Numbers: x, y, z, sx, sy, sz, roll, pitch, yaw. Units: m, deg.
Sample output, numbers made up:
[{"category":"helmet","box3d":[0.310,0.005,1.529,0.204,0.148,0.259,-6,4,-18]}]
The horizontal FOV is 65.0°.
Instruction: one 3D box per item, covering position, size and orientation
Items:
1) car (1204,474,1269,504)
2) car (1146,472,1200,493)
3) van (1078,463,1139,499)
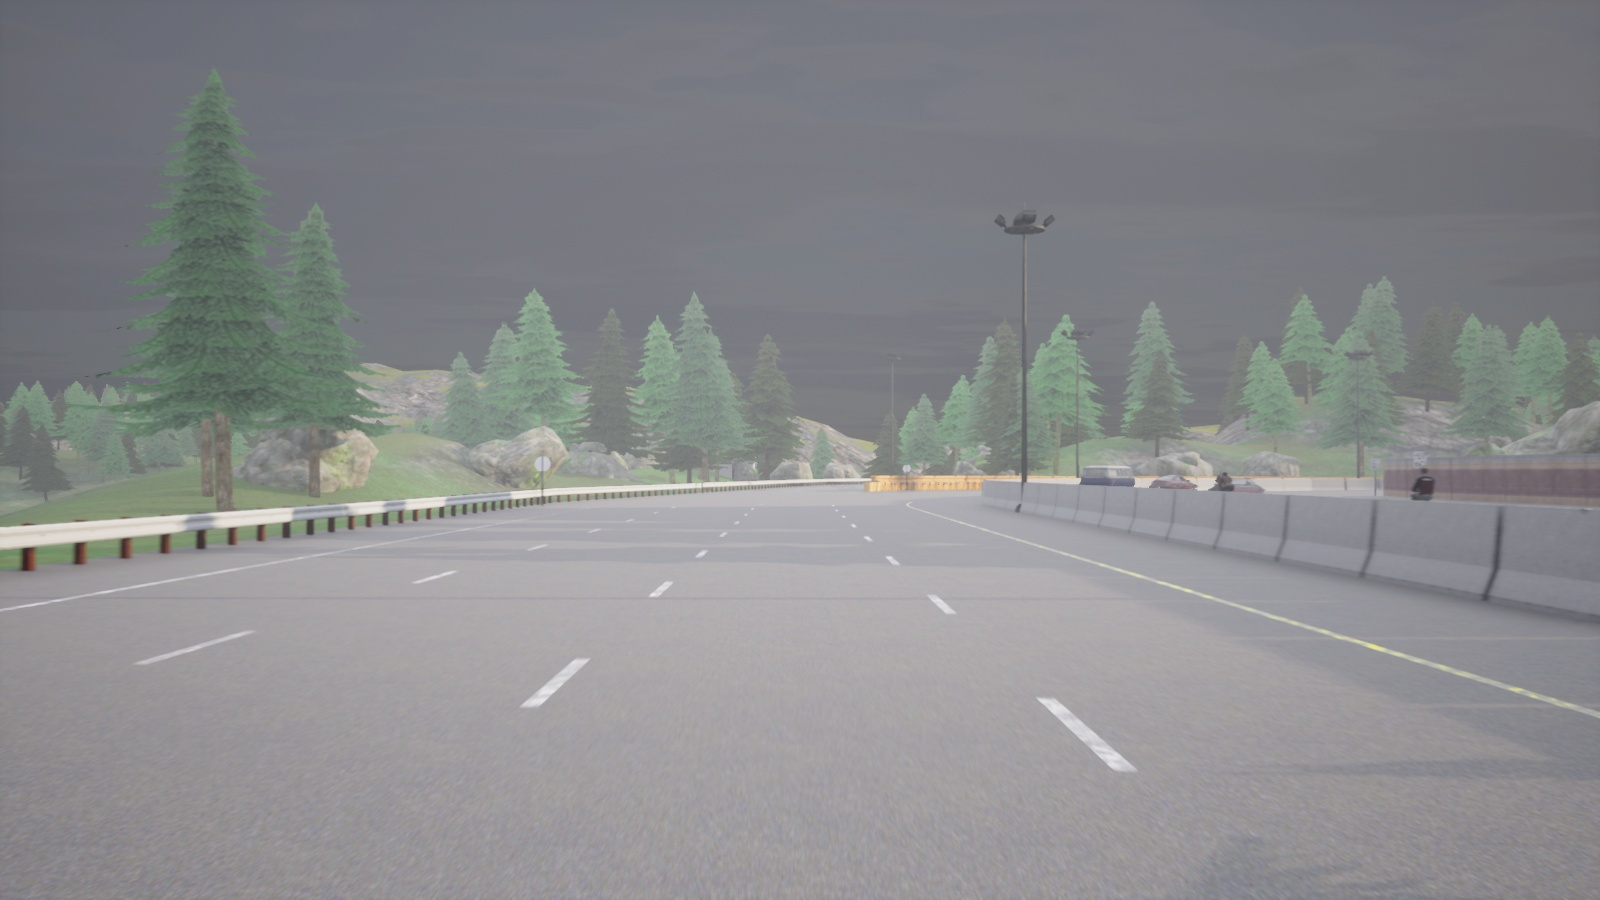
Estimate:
[{"category":"car","box3d":[21.065,1.860,60.755,1.994,1.385,4.181,0,-1,5]},{"category":"car","box3d":[26.351,2.282,88.644,1.812,1.442,4.674,-1,-1,41]},{"category":"van","box3d":[17.416,1.738,70.732,1.775,1.987,4.442,-1,-1,36]}]
